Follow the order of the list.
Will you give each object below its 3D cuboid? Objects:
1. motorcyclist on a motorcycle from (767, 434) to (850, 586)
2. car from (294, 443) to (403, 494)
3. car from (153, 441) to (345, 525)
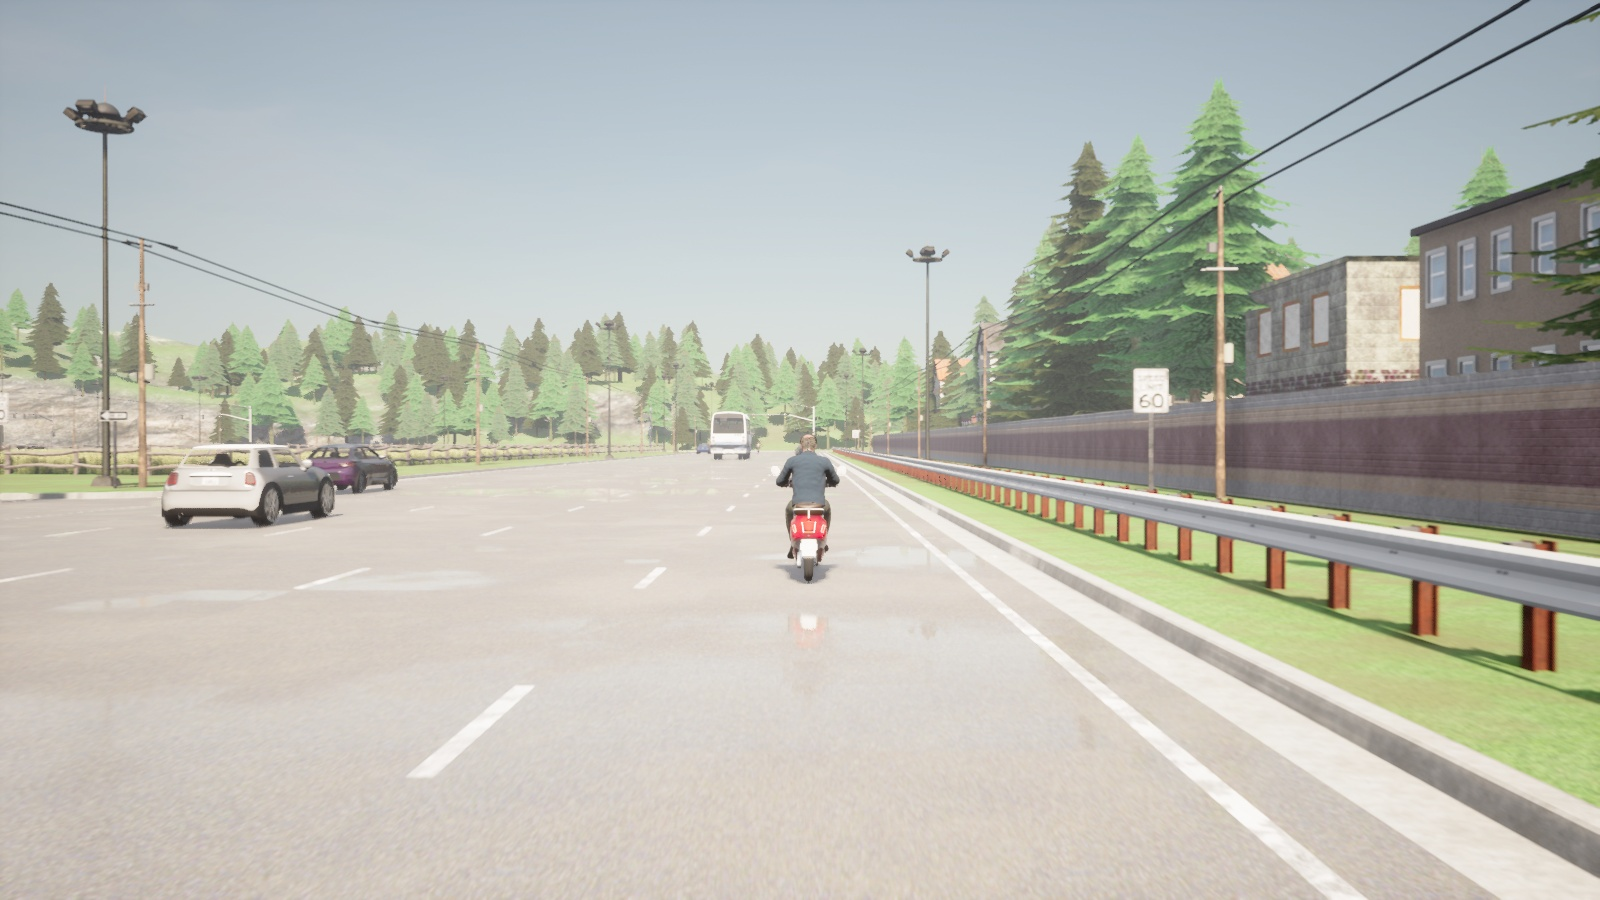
[{"bbox_3d":[0.096,0.621,14.067,0.866,1.590,1.817,0,0,0],"label":"motorcyclist on a motorcycle"},{"bbox_3d":[-13.765,0.532,38.557,1.816,1.474,4.193,0,0,0],"label":"car"},{"bbox_3d":[-10.348,0.568,23.915,1.970,1.475,3.806,0,0,0],"label":"car"}]
